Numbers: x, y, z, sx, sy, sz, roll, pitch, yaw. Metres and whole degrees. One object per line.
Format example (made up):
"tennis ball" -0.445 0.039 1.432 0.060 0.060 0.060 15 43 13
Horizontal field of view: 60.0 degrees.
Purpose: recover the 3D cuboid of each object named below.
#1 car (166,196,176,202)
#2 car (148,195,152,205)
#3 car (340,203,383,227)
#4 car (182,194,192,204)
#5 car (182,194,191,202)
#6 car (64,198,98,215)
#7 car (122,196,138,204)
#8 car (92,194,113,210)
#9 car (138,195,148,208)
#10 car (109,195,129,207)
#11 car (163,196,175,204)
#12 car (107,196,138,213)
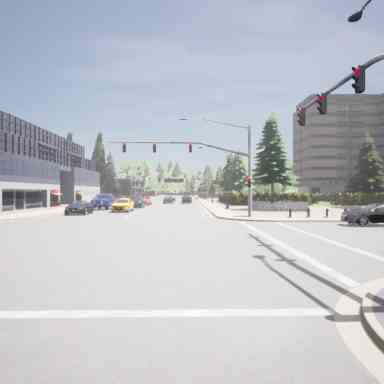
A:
"car" -4.738 1.509 75.209 1.895 1.301 4.718 0 0 -1
"car" -8.065 1.352 57.155 2.097 1.767 4.553 0 0 -1
"car" 12.497 1.492 22.183 4.902 1.511 2.128 0 0 -1
"car" -0.993 1.505 64.899 1.837 1.490 4.892 0 0 -1
"car" -1.232 1.355 74.964 2.097 1.767 4.553 0 0 -1
"car" -11.251 1.564 33.411 1.994 1.385 4.181 0 0 -1
"car" -11.611 1.491 62.922 2.128 1.511 4.902 0 0 0
"car" -11.386 1.221 42.764 2.150 2.045 5.566 0 0 -1
"car" -7.941 1.352 47.040 2.097 1.767 4.553 0 0 -1
"car" -11.512 1.352 52.664 2.097 1.767 4.553 0 0 -1
"car" -4.590 1.547 64.574 2.033 1.411 5.357 0 0 -1
"car" -7.816 1.478 37.804 1.882 1.535 5.008 0 0 -1
